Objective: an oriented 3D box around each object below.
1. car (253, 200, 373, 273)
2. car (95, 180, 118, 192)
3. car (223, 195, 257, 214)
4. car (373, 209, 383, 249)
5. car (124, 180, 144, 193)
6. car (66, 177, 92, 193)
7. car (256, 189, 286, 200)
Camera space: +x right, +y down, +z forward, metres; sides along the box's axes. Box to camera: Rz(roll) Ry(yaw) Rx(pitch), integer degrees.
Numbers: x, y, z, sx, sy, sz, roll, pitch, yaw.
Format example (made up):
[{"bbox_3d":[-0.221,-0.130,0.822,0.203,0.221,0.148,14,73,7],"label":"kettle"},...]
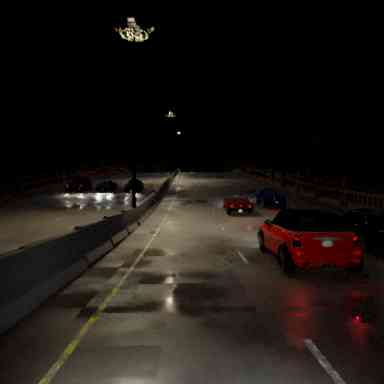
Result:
[{"bbox_3d":[3.548,1.327,10.827,2.097,1.767,4.553,0,1,0],"label":"car"},{"bbox_3d":[-10.732,-0.768,41.958,1.994,1.385,4.181,0,7,0],"label":"car"},{"bbox_3d":[3.495,0.886,26.058,1.895,1.301,4.718,0,4,0],"label":"car"},{"bbox_3d":[7.048,1.428,13.439,1.837,1.490,4.892,0,2,0],"label":"car"},{"bbox_3d":[-7.237,-0.777,41.904,2.033,1.411,5.357,0,7,0],"label":"car"},{"bbox_3d":[-14.230,-0.978,41.921,2.097,1.767,4.553,0,6,0],"label":"car"},{"bbox_3d":[6.992,0.451,29.854,1.882,1.535,5.008,0,5,0],"label":"car"}]
